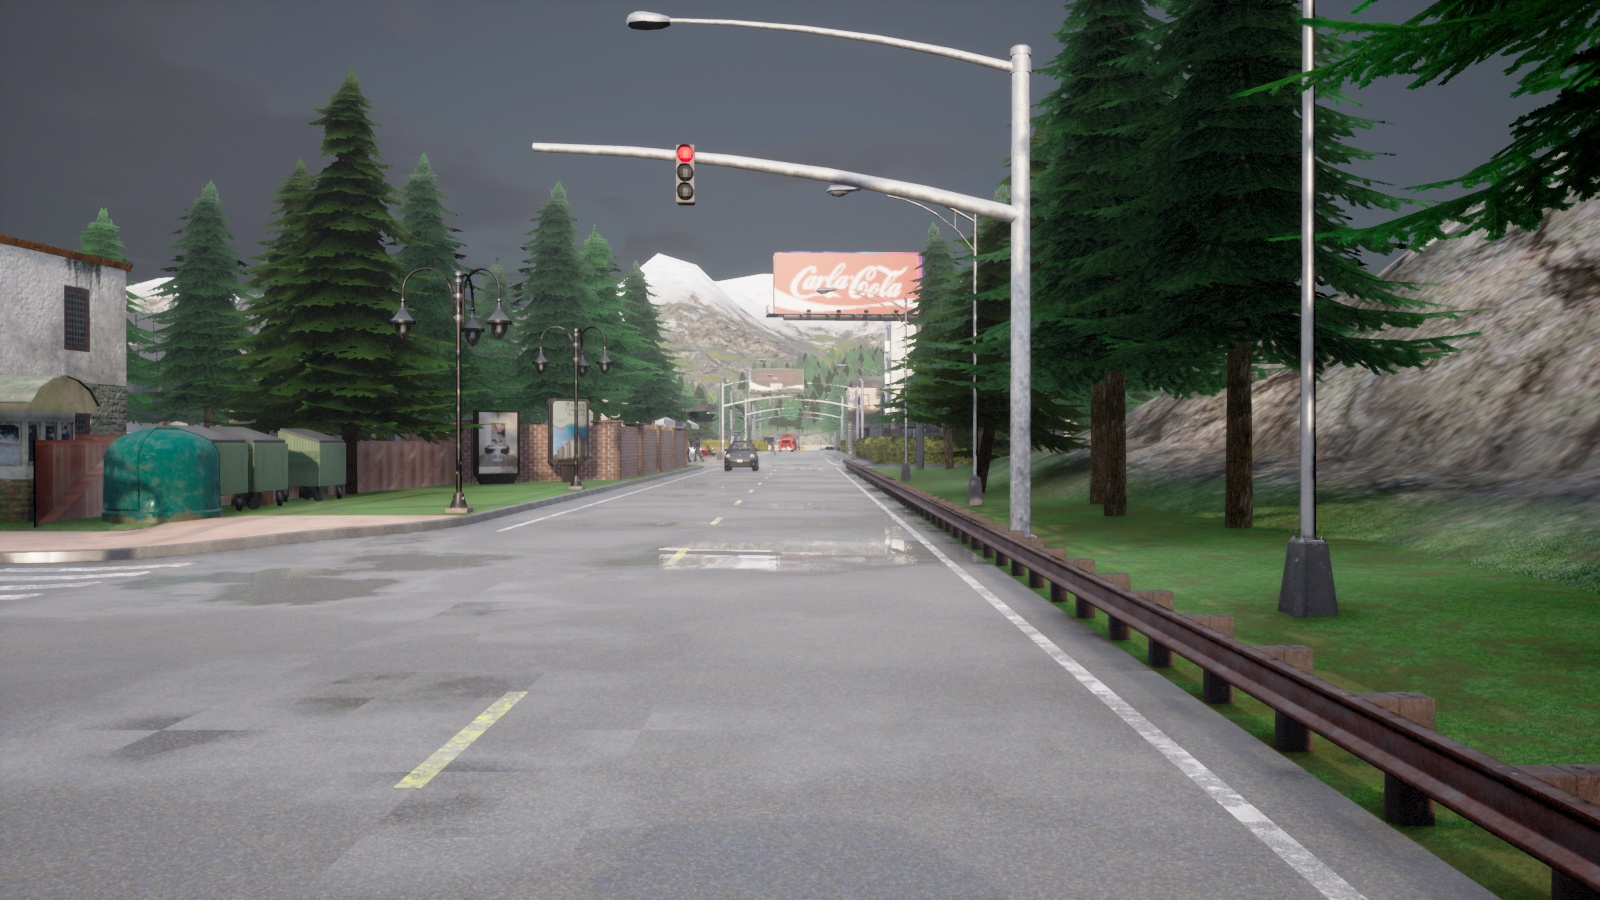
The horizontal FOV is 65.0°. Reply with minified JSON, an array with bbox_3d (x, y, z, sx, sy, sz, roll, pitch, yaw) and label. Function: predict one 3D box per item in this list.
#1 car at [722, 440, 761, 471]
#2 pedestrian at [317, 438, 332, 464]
[{"bbox_3d":[-3.101,0.264,66.883,1.851,1.617,3.988,0,0,0],"label":"car"},{"bbox_3d":[-34.086,0.048,90.007,0.849,1.883,0.563,0,0,0],"label":"pedestrian"}]
